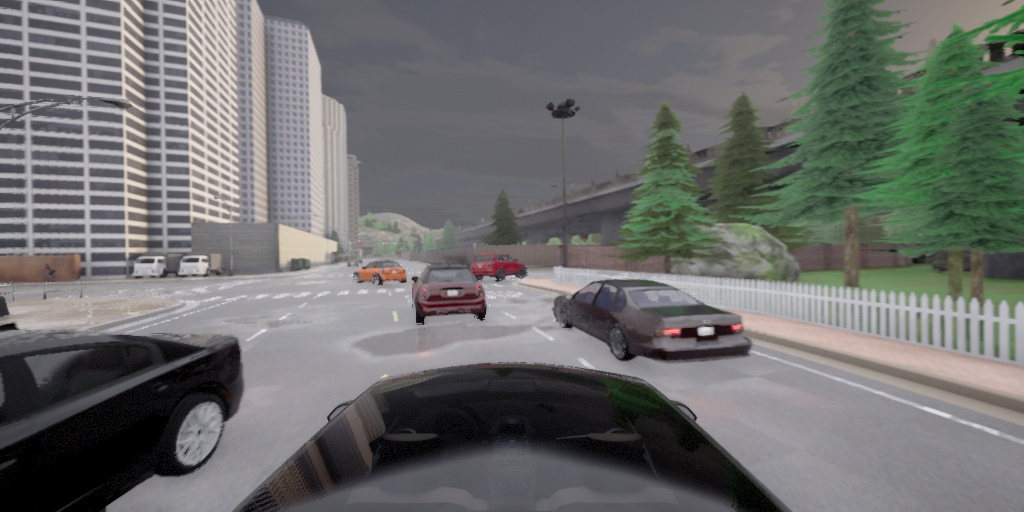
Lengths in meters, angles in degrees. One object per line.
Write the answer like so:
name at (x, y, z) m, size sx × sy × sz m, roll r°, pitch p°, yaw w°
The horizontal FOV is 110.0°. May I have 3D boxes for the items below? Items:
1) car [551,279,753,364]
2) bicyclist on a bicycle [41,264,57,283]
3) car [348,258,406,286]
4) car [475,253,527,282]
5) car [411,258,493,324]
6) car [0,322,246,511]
car at (2.531, 1.224, 8.100) m, size 2.033 × 1.411 × 5.357 m, roll -1°, pitch 0°, yaw -12°
bicyclist on a bicycle at (-39.822, 1.514, 30.839) m, size 0.582 × 1.620 × 1.656 m, roll -1°, pitch 1°, yaw -20°
car at (-9.733, 1.128, 26.243) m, size 4.553 × 1.767 × 2.097 m, roll -1°, pitch 1°, yaw 42°
car at (-0.937, 0.845, 27.992) m, size 2.150 × 2.045 × 5.566 m, roll -2°, pitch -1°, yaw 30°
car at (-2.304, 1.074, 12.307) m, size 2.097 × 1.767 × 4.553 m, roll -1°, pitch 0°, yaw -17°
car at (-3.794, 1.281, 1.917) m, size 1.882 × 1.535 × 5.008 m, roll 0°, pitch 0°, yaw -5°
